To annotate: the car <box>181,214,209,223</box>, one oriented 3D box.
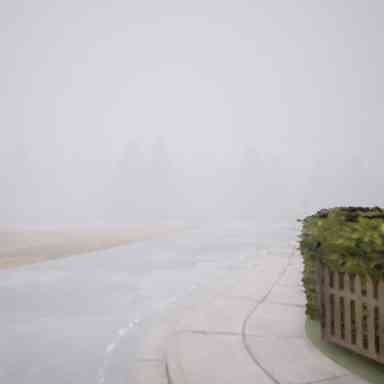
[{"bbox_3d":[0.466,3.959,50.088,4.181,1.385,1.994,-1,-3,10],"label":"car"}]
